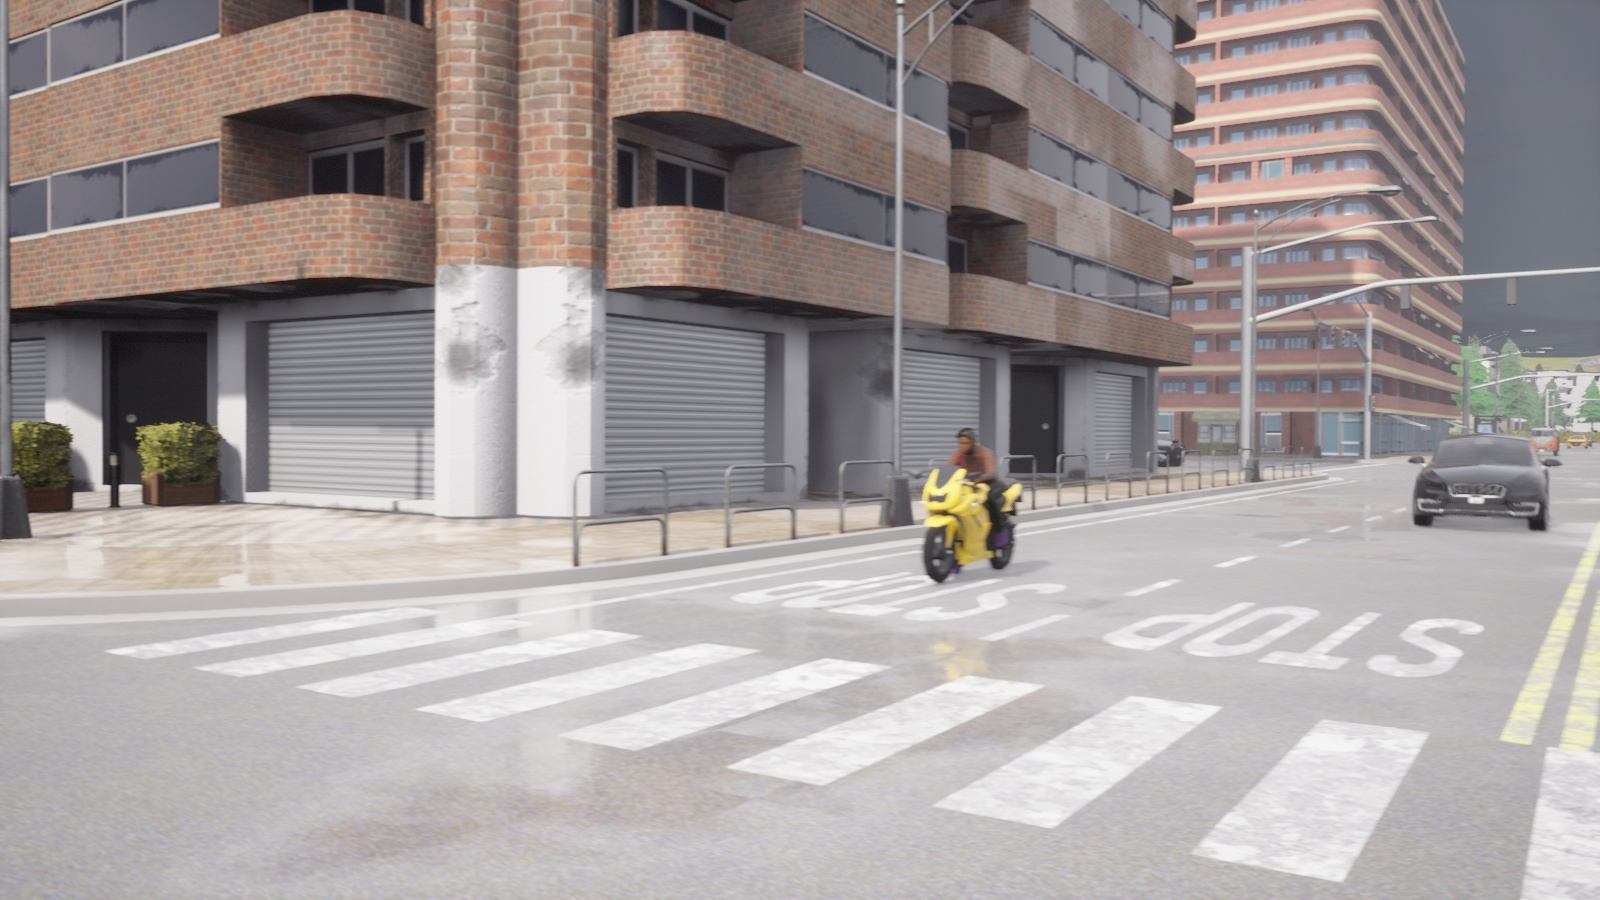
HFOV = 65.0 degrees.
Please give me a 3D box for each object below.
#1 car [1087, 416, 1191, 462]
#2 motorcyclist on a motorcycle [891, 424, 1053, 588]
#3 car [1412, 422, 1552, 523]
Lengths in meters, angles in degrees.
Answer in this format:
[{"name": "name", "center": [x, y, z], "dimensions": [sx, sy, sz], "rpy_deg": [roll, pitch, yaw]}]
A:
[{"name": "car", "center": [14.452, -0.492, 53.612], "dimensions": [3.866, 1.878, 1.905], "rpy_deg": [1, 2, 34]}, {"name": "motorcyclist on a motorcycle", "center": [1.777, 0.501, 12.684], "dimensions": [0.797, 1.523, 2.044], "rpy_deg": [0, 1, 34]}, {"name": "car", "center": [11.518, 0.283, 21.035], "dimensions": [1.837, 1.490, 4.892], "rpy_deg": [0, 1, 31]}]
